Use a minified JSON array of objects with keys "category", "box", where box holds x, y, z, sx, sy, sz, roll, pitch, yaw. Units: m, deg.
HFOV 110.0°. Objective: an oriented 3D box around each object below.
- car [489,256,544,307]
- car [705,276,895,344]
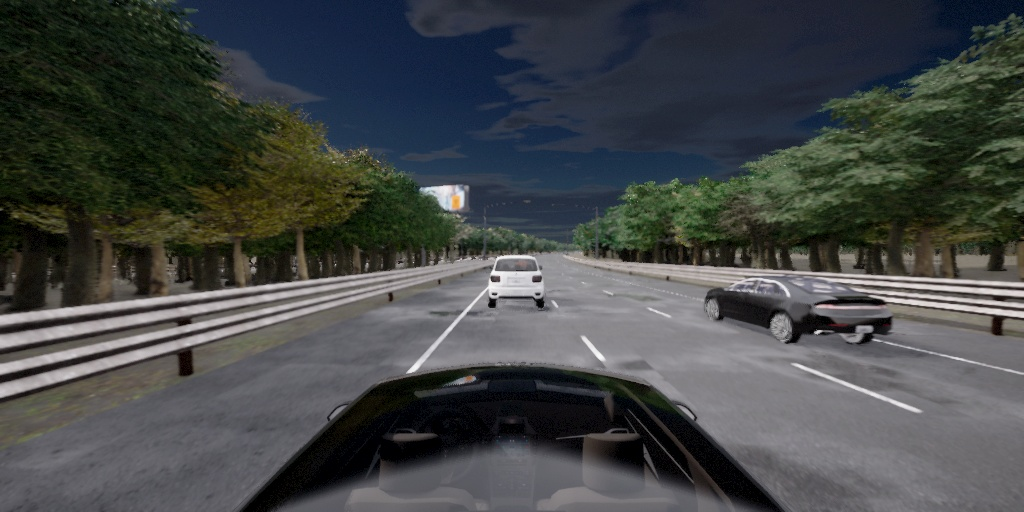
[{"category":"car","box":[0.186,1.015,15.842,2.150,2.045,5.566,0,0,1]},{"category":"car","box":[7.117,1.272,9.641,2.128,1.511,4.902,0,0,1]}]
